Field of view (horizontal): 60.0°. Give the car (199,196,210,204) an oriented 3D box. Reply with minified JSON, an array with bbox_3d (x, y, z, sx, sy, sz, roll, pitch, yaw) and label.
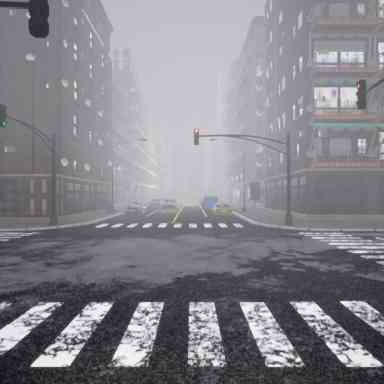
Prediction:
[{"bbox_3d":[2.485,1.604,66.656,2.008,1.369,4.403,1,0,0],"label":"car"}]

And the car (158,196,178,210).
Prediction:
[{"bbox_3d":[-2.807,1.567,42.496,2.033,1.411,5.357,0,0,0],"label":"car"}]

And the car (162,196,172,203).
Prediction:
[{"bbox_3d":[-5.403,1.612,72.250,2.008,1.369,4.403,1,0,0],"label":"car"}]

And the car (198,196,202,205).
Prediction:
[{"bbox_3d":[2.510,1.347,49.688,2.192,1.841,5.009,1,0,0],"label":"car"}]

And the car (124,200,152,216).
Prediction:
[{"bbox_3d":[-5.479,1.565,32.645,2.008,1.369,4.403,1,0,0],"label":"car"}]

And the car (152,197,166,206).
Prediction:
[{"bbox_3d":[-5.380,1.563,55.106,1.752,1.417,4.829,1,0,0],"label":"car"}]

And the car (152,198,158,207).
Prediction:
[{"bbox_3d":[-5.373,1.613,49.618,1.802,1.307,4.206,1,0,0],"label":"car"}]

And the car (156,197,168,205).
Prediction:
[{"bbox_3d":[-5.388,1.627,60.934,1.802,1.307,4.206,1,0,0],"label":"car"}]

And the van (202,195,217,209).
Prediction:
[{"bbox_3d":[2.550,1.366,44.034,1.690,1.788,3.998,1,0,0],"label":"van"}]

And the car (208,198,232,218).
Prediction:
[{"bbox_3d":[2.663,1.537,30.201,1.752,1.417,4.829,1,0,0],"label":"car"}]

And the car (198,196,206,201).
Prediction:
[{"bbox_3d":[2.462,1.627,83.624,1.887,1.381,4.507,1,0,0],"label":"car"}]

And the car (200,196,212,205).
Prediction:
[{"bbox_3d":[2.493,1.485,61.000,1.967,1.590,4.097,1,0,0],"label":"car"}]
